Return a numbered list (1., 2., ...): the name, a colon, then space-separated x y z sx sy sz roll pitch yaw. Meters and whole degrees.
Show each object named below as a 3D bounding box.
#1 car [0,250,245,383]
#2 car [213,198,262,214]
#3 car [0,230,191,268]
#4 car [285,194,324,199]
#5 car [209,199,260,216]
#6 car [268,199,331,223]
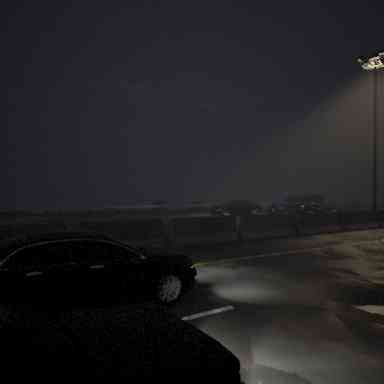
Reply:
1. car: -2.094 1.540 2.254 5.357 1.411 2.033 0 0 -35
2. car: 4.827 1.474 35.152 5.008 1.535 1.882 0 0 -27
3. car: -2.158 1.495 6.383 4.892 1.490 1.837 0 0 -35
4. car: 9.470 1.233 29.692 5.566 2.045 2.150 0 0 -27
5. car: 3.943 1.474 30.740 5.008 1.535 1.882 0 0 -28
6. car: 8.366 1.515 25.167 4.892 1.490 1.837 0 0 -27
